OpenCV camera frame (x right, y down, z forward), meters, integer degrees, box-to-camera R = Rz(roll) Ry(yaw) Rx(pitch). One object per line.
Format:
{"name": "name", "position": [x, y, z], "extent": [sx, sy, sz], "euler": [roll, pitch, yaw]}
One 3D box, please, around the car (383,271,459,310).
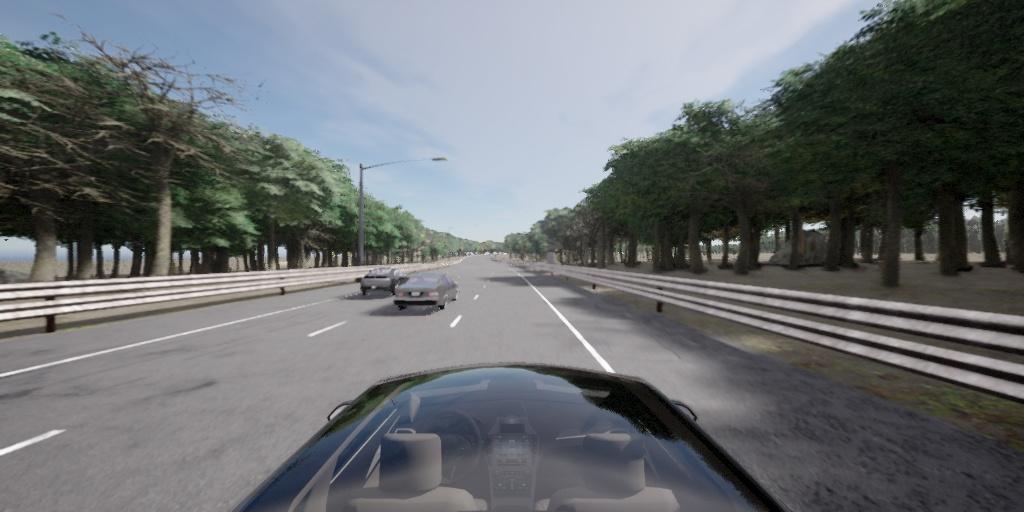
{"name": "car", "position": [-3.487, 1.426, 15.400], "extent": [2.033, 1.411, 5.357], "euler": [0, 0, -1]}

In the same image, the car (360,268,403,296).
{"name": "car", "position": [-7.065, 1.423, 20.681], "extent": [2.128, 1.511, 4.902], "euler": [0, -1, -1]}
